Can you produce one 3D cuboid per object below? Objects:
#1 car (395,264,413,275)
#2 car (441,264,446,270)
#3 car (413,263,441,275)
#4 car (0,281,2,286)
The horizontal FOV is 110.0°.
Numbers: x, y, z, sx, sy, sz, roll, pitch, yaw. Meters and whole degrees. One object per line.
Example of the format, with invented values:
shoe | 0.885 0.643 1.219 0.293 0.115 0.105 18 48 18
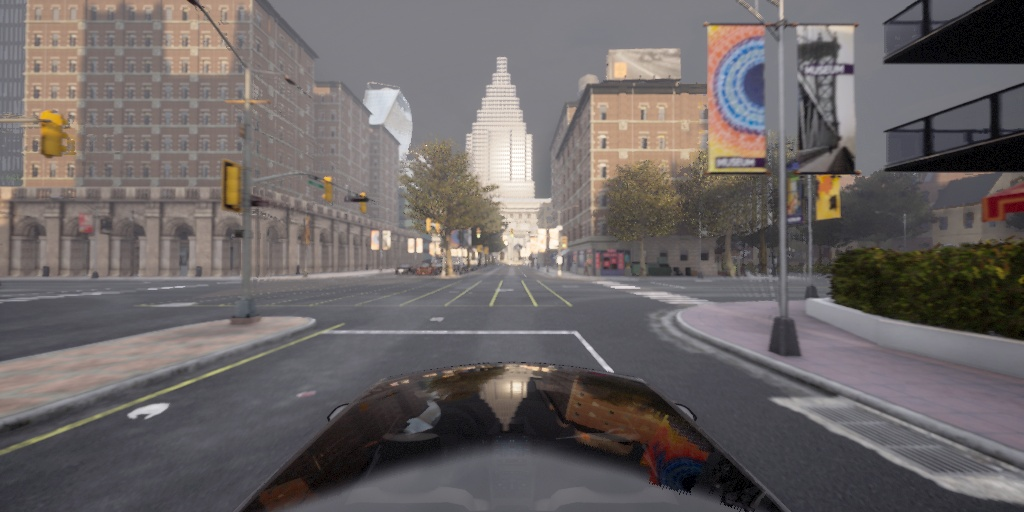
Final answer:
car | -15.067 1.891 51.077 2.128 1.511 4.902 0 -1 0
car | -11.522 1.972 58.238 1.882 1.535 5.008 0 -1 0
car | -11.580 1.727 49.225 2.097 1.767 4.553 0 -1 0
car | -37.122 1.603 23.885 4.181 1.385 1.994 0 -1 0
